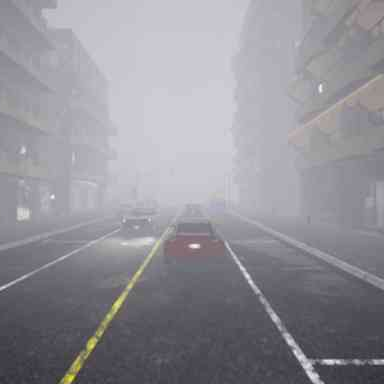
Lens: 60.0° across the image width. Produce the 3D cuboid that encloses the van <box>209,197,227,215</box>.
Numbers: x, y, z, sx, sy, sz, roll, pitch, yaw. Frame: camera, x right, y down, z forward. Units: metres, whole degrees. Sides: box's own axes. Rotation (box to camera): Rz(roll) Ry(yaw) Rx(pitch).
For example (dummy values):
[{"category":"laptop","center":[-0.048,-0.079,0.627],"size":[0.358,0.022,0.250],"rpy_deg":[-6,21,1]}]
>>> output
[{"category":"van","center":[2.697,1.486,35.182],"size":[1.690,1.788,3.998],"rpy_deg":[1,0,0]}]

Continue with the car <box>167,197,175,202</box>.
[{"category":"car","center":[-5.704,1.947,89.848],"size":[1.802,1.307,4.206],"rpy_deg":[1,0,0]}]

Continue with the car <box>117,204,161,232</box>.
[{"category":"car","center":[-3.106,1.687,20.887],"size":[1.895,1.301,4.718],"rpy_deg":[0,0,0]}]

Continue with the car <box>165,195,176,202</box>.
[{"category":"car","center":[-5.699,1.783,84.273],"size":[1.967,1.590,4.097],"rpy_deg":[1,0,0]}]

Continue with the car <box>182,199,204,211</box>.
[{"category":"car","center":[0.089,1.670,29.986],"size":[2.033,1.411,5.357],"rpy_deg":[0,0,0]}]

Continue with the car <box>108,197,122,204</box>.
[{"category":"car","center":[-16.512,1.778,68.850],"size":[4.097,1.590,1.967],"rpy_deg":[0,-1,0]}]

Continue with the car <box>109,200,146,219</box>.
[{"category":"car","center":[-5.652,1.672,29.586],"size":[2.008,1.369,4.403],"rpy_deg":[1,0,0]}]

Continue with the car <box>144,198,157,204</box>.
[{"category":"car","center":[-5.656,1.732,40.666],"size":[1.947,1.339,4.313],"rpy_deg":[1,0,0]}]

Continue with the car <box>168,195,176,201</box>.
[{"category":"car","center":[-5.700,1.703,95.424],"size":[2.192,1.841,5.009],"rpy_deg":[1,0,0]}]

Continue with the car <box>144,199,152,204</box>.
[{"category":"car","center":[-5.654,1.726,35.126],"size":[1.802,1.307,4.206],"rpy_deg":[1,0,0]}]

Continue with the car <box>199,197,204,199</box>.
[{"category":"car","center":[2.674,1.970,95.487],"size":[1.802,1.307,4.206],"rpy_deg":[1,0,0]}]

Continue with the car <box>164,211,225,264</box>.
[{"category":"car","center":[0.087,1.614,12.050],"size":[1.994,1.385,4.181],"rpy_deg":[0,0,0]}]
